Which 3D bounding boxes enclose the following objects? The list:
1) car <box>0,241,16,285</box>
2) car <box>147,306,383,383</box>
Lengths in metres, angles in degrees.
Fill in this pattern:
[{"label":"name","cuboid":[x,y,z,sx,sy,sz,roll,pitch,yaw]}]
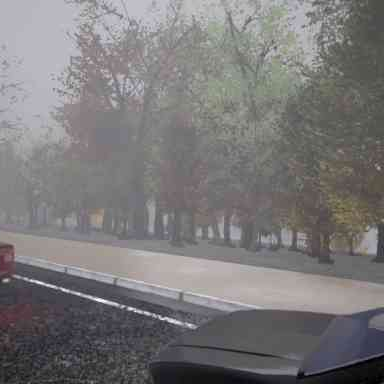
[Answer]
[{"label":"car","cuboid":[-6.318,1.476,8.151,5.008,1.535,1.882,0,0,35]},{"label":"car","cuboid":[2.130,1.548,2.169,5.357,1.411,2.033,0,0,35]}]
